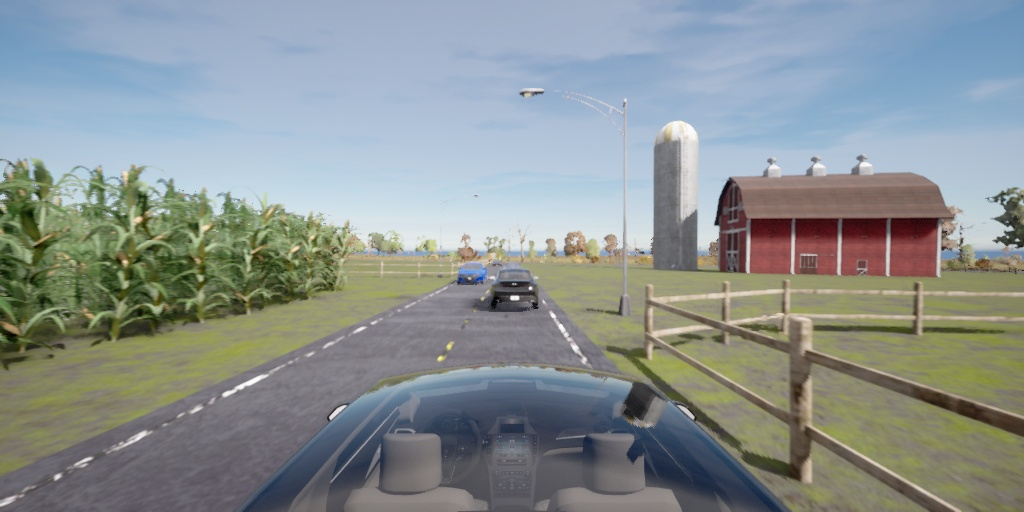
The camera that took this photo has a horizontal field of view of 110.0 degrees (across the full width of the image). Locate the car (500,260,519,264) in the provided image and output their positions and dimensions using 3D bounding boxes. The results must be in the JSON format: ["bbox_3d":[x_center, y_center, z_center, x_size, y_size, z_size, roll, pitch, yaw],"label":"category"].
[{"bbox_3d":[0.099,1.309,36.717,2.033,1.411,5.357,0,0,0],"label":"car"}]

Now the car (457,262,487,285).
[{"bbox_3d":[-2.848,1.232,26.528,1.882,1.535,5.008,0,0,0],"label":"car"}]

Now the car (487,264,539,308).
[{"bbox_3d":[0.102,1.254,15.215,1.837,1.490,4.892,0,0,0],"label":"car"}]
